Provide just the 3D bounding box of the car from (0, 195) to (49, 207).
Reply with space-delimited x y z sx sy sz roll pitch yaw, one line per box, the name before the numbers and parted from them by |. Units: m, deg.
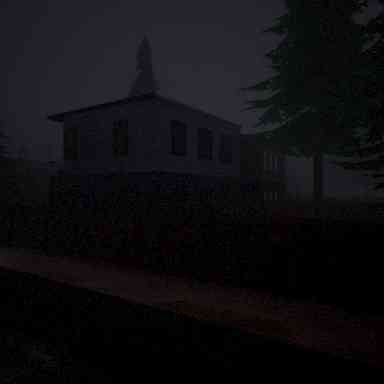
car | -14.761 1.251 29.617 2.150 2.045 5.566 0 0 27
